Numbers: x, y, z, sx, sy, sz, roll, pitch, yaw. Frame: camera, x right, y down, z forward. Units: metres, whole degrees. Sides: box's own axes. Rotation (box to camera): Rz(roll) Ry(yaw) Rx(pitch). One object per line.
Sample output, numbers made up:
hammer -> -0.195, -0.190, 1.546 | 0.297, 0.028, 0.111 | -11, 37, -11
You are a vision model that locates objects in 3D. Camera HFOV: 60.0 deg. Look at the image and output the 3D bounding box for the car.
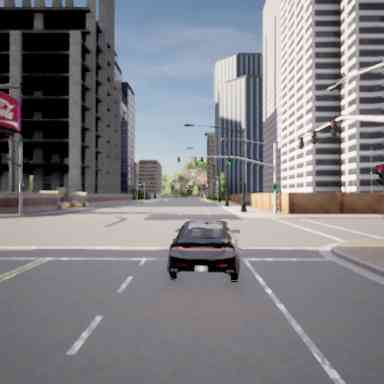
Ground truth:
car -> 0.459, 1.598, 10.198 | 2.128, 1.511, 4.902 | 0, 0, 6
